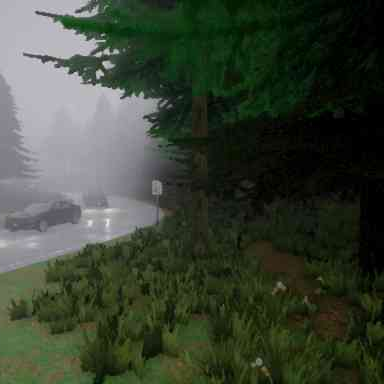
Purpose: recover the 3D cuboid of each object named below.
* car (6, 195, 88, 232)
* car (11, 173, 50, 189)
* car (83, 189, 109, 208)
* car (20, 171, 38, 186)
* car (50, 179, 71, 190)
[{"bbox_3d":[-8.183,1.228,18.793,1.882,1.535,5.008,0,2,12],"label":"car"},{"bbox_3d":[-21.280,-1.228,43.137,5.566,2.045,2.150,6,3,37],"label":"car"},{"bbox_3d":[-8.877,0.519,30.466,1.837,1.490,4.892,0,7,-24],"label":"car"},{"bbox_3d":[-25.762,-2.120,52.424,2.150,2.045,5.566,0,5,-30],"label":"car"},{"bbox_3d":[-18.432,-0.945,45.366,4.892,1.490,1.837,6,4,38],"label":"car"}]
